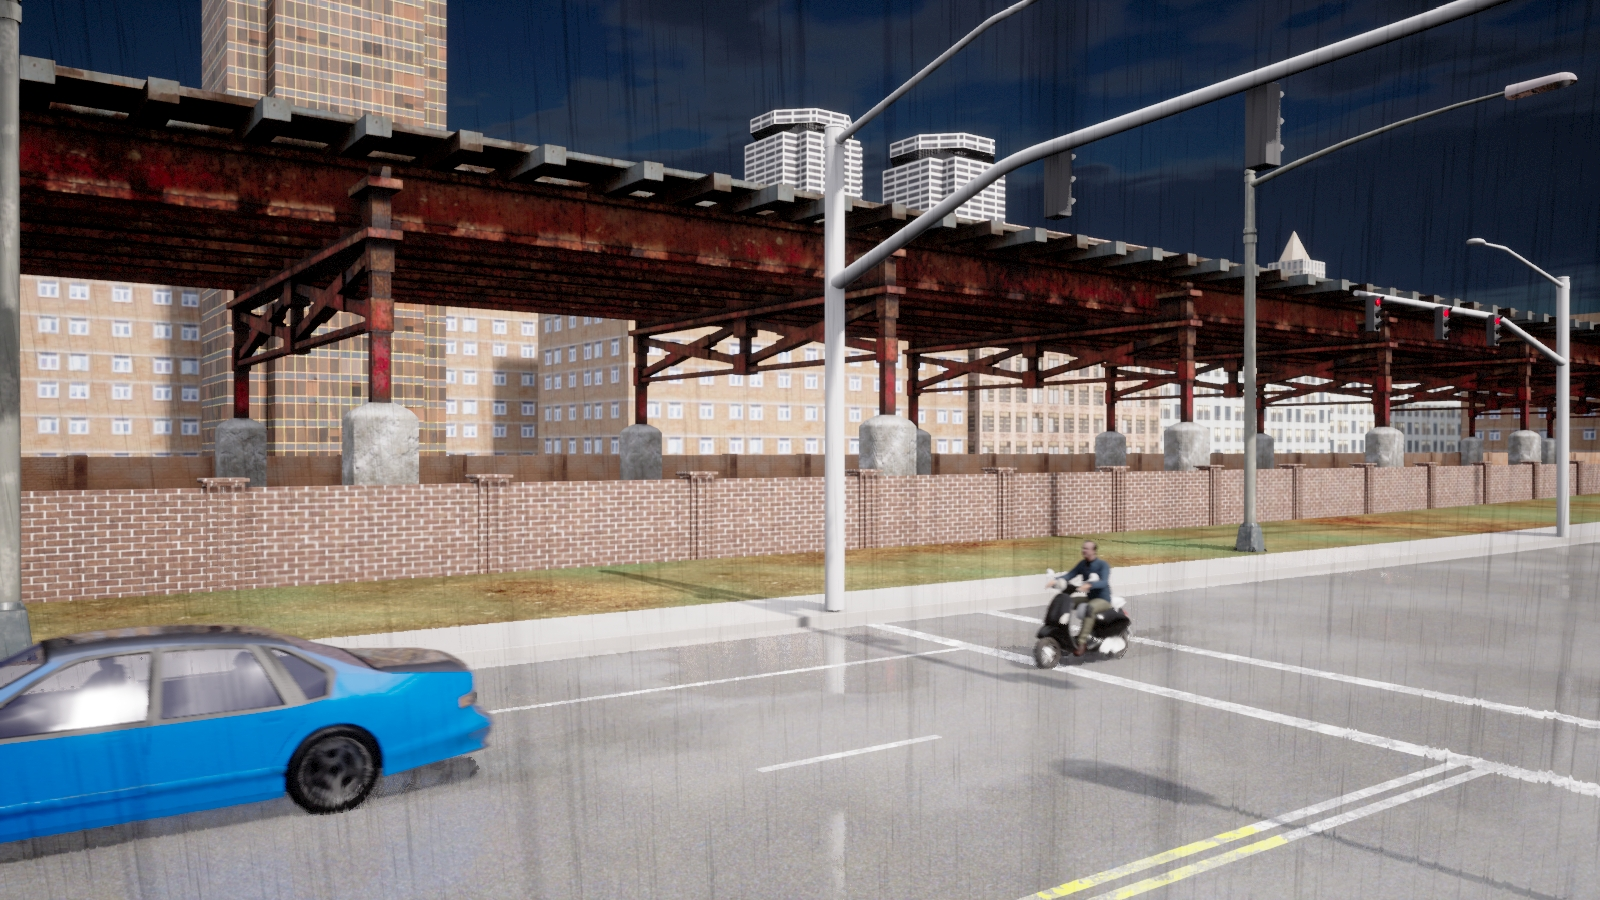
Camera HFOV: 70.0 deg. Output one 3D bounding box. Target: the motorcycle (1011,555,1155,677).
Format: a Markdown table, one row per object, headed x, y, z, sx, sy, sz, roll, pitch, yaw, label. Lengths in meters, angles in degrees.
| x | y | z | sx | sy | sz | roll | pitch | yaw | label |
| --- | --- | --- | --- | --- | --- | --- | --- | --- | --- |
| 3.711 | 2.129 | 14.941 | 1.805 | 1.341 | 0.856 | 0 | 0 | -35 | motorcycle |

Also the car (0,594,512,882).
| x | y | z | sx | sy | sz | roll | pitch | yaw | label |
| --- | --- | --- | --- | --- | --- | --- | --- | --- | --- |
| -5.155 | 2.106 | 8.721 | 5.357 | 1.411 | 2.033 | 0 | 0 | -35 | car |
